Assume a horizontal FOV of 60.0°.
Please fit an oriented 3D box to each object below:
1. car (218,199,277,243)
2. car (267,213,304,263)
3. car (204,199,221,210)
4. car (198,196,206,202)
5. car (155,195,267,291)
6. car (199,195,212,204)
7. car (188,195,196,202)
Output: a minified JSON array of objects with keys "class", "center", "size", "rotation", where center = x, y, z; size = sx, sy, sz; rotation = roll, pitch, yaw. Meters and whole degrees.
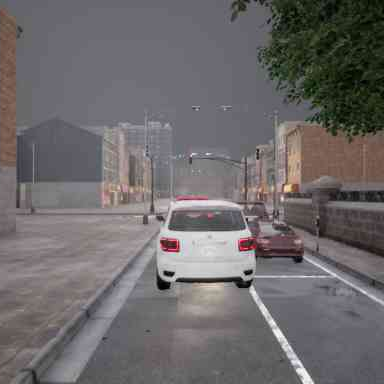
[{"class":"car","center":[2.636,1.326,17.172],"size":[2.192,1.841,5.009],"rotation":[1,0,0]},{"class":"car","center":[2.636,1.588,11.723],"size":[1.802,1.307,4.206],"rotation":[1,0,0]},{"class":"car","center":[2.617,1.604,43.602],"size":[1.887,1.381,4.507],"rotation":[1,0,0]},{"class":"car","center":[2.590,1.763,87.101],"size":[2.008,1.369,4.403],"rotation":[0,0,0]},{"class":"car","center":[0.173,1.226,9.234],"size":[2.150,2.045,5.566],"rotation":[0,0,-4]},{"class":"car","center":[2.605,1.439,65.352],"size":[2.192,1.841,5.009],"rotation":[1,0,0]},{"class":"car","center":[-0.052,1.552,83.791],"size":[2.097,1.767,4.553],"rotation":[0,0,0]}]
